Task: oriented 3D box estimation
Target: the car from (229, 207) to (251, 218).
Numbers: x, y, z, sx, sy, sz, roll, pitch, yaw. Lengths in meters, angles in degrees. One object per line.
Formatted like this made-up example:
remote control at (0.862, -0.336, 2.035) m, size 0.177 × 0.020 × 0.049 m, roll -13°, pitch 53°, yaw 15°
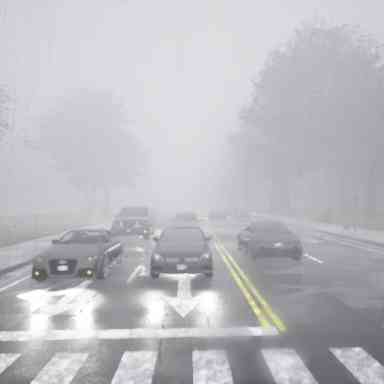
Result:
car at (6.045, 2.646, 41.407) m, size 2.033 × 1.411 × 5.357 m, roll -1°, pitch -2°, yaw -1°

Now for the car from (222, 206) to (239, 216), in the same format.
car at (5.958, 2.954, 52.022) m, size 1.994 × 1.385 × 4.181 m, roll -1°, pitch -2°, yaw -1°

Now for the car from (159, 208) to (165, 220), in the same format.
car at (-3.711, 2.331, 31.560) m, size 2.097 × 1.767 × 4.553 m, roll -1°, pitch -2°, yaw 0°

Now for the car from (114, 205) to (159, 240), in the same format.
car at (-3.645, 1.913, 21.559) m, size 2.150 × 2.045 × 5.566 m, roll -1°, pitch -2°, yaw -1°

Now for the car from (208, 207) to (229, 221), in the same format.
car at (2.914, 2.695, 39.441) m, size 1.895 × 1.301 × 4.718 m, roll -1°, pitch -2°, yaw -1°

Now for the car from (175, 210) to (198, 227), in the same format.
car at (-0.457, 2.493, 31.647) m, size 1.994 × 1.385 × 4.181 m, roll -1°, pitch -2°, yaw 0°

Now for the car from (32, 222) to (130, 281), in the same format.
car at (-3.543, 1.954, 11.086) m, size 1.994 × 1.385 × 4.181 m, roll -1°, pitch -2°, yaw 0°

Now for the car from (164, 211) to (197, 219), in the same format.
car at (-0.379, 2.128, 21.466) m, size 2.128 × 1.511 × 4.902 m, roll -1°, pitch -2°, yaw 0°

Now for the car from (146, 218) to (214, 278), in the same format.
car at (-0.300, 1.875, 11.489) m, size 1.812 × 1.442 × 4.674 m, roll -1°, pitch -2°, yaw 0°

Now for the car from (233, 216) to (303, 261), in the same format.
car at (3.112, 1.929, 13.967) m, size 1.994 × 1.385 × 4.181 m, roll -1°, pitch -2°, yaw 0°
